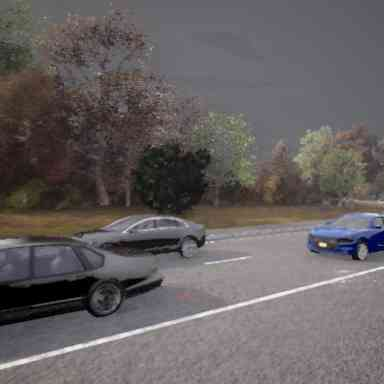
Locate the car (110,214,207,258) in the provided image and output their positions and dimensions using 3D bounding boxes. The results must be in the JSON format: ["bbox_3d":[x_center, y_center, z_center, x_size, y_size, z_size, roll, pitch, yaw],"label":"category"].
[{"bbox_3d":[-1.736,1.526,11.337,4.902,1.511,2.128,0,0,-35],"label":"car"}]

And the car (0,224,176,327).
[{"bbox_3d":[-3.143,1.553,5.968,5.357,1.411,2.033,1,0,-35],"label":"car"}]

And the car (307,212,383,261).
[{"bbox_3d":[6.527,1.565,12.903,5.008,1.535,1.882,1,0,-36],"label":"car"}]
